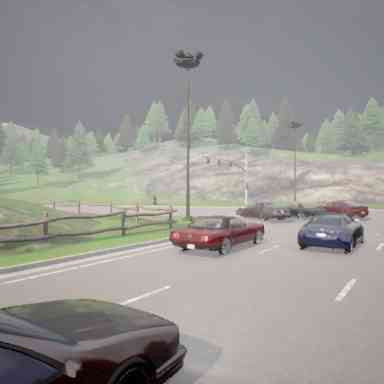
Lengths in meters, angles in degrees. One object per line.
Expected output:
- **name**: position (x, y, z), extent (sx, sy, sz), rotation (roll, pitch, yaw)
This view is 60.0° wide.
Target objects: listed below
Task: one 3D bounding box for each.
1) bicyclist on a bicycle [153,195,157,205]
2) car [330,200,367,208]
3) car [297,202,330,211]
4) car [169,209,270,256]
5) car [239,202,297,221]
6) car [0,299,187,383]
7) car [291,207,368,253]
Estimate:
- **bicyclist on a bicycle**: position (-5.785, 1.302, 51.925), extent (0.582, 1.620, 1.656), rotation (0, 0, 14)
- **car**: position (12.620, 1.478, 28.648), extent (1.882, 1.535, 5.008), rotation (1, 0, -22)
- **car**: position (9.008, 1.601, 28.428), extent (1.895, 1.301, 4.718), rotation (0, 0, -25)
- **car**: position (1.237, 1.601, 13.353), extent (1.895, 1.301, 4.718), rotation (0, 0, 35)
- **car**: position (5.674, 1.547, 27.145), extent (2.033, 1.411, 5.357), rotation (0, 0, -24)
- **car**: position (-2.249, 1.547, 2.210), extent (2.033, 1.411, 5.357), rotation (0, 0, 35)
- **car**: position (5.915, 1.564, 13.977), extent (1.994, 1.385, 4.181), rotation (0, 0, 34)
